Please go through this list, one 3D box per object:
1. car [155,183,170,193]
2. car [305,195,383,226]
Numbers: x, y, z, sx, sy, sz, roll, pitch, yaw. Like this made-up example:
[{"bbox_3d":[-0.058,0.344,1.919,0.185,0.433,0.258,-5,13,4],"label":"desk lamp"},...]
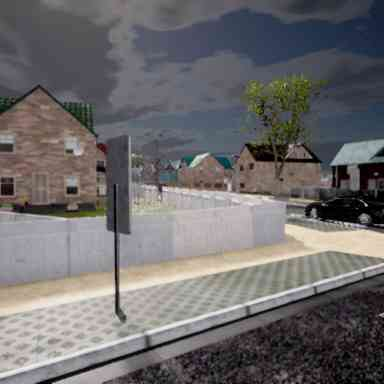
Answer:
[{"bbox_3d":[-5.147,-0.731,57.643,1.882,1.535,5.008,-1,2,-19],"label":"car"},{"bbox_3d":[8.586,0.925,18.326,1.837,1.490,4.892,-8,7,-36],"label":"car"}]
